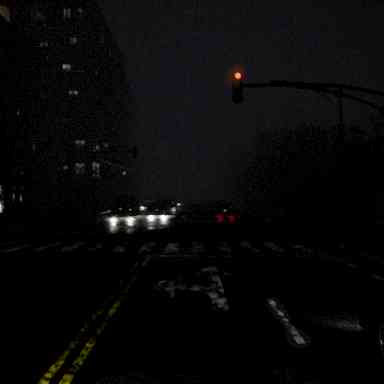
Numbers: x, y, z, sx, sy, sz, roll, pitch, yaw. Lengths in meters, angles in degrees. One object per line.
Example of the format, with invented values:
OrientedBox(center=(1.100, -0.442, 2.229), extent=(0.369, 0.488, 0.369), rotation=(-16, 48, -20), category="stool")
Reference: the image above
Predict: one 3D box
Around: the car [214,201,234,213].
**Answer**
OrientedBox(center=(3.373, 1.578, 36.180), extent=(1.895, 1.301, 4.718), rotation=(0, 0, 0), category="car")

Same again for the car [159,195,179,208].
OrientedBox(center=(-3.316, 1.452, 48.296), extent=(1.882, 1.535, 5.008), rotation=(0, 0, 0), category="car")

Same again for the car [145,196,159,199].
OrientedBox(center=(-6.558, 1.500, 51.079), extent=(1.812, 1.442, 4.674), rotation=(0, 0, 0), category="car")

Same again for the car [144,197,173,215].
OrientedBox(center=(-3.329, 1.543, 33.472), extent=(1.994, 1.385, 4.181), rotation=(0, 0, 0), category="car")

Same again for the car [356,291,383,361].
OrientedBox(center=(3.352, 1.545, 2.464), extent=(2.033, 1.411, 5.357), rotation=(0, 0, 0), category="car")

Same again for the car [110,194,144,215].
OrientedBox(center=(-6.578, 1.201, 33.344), extent=(2.150, 2.045, 5.566), rotation=(0, 0, 0), category="car")

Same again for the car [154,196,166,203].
OrientedBox(center=(-6.476, 1.539, 66.811), extent=(1.994, 1.385, 4.181), rotation=(0, 0, 1), category="car")

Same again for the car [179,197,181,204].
OrientedBox(center=(-3.260, 1.327, 63.908), extent=(2.097, 1.767, 4.553), rotation=(0, 0, 0), category="car")
